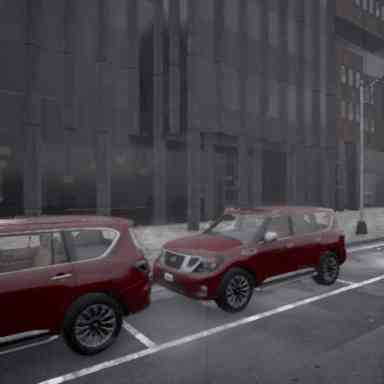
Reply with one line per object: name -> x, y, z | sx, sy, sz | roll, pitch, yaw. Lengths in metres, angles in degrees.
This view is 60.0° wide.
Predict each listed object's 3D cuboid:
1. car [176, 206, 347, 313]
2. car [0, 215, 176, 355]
car -> 1.606, 1.290, 7.798 | 5.009, 1.841, 2.192 | 0, 0, -36
car -> -2.957, 1.314, 4.537 | 5.009, 1.841, 2.192 | 0, 0, -36
